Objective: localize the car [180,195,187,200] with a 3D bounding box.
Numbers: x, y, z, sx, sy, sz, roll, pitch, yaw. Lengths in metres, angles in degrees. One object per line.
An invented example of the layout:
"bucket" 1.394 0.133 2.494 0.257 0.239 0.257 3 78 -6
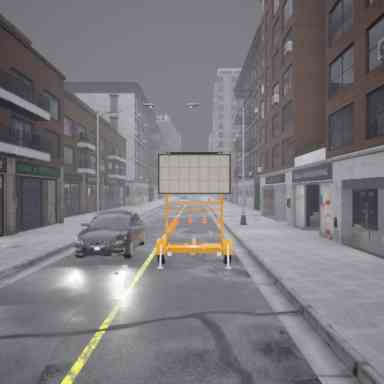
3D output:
"car" -2.321 1.474 93.281 2.033 1.411 5.357 0 0 0

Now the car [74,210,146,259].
"car" -2.909 1.504 12.684 1.837 1.490 4.892 0 0 0

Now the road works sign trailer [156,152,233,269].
"road works sign trailer" 0.080 0.463 11.159 2.380 3.560 2.880 0 0 0
